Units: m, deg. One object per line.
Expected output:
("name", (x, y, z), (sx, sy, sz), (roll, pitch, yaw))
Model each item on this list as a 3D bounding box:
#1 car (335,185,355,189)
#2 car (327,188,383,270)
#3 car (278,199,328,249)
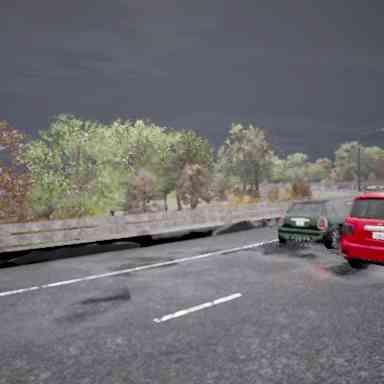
("car", (39.265, -0.886, 86.553), (2.150, 2.045, 5.566), (-1, 1, 1))
("car", (6.146, 0.974, 9.106), (5.566, 2.045, 2.150), (-2, 1, -42))
("car", (5.373, 1.069, 13.189), (4.553, 1.767, 2.097), (-2, 1, -43))
